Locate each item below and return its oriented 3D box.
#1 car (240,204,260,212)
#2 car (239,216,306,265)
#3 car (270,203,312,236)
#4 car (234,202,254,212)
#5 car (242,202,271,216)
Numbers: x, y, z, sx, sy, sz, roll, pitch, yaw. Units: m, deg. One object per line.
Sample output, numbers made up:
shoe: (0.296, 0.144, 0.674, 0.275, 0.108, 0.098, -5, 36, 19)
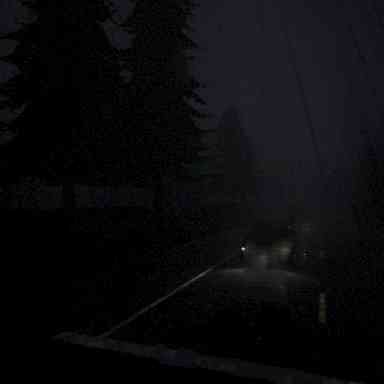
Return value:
car: (12.520, 3.455, 71.816, 3.806, 1.475, 1.970, -2, -2, 21)
car: (3.379, 1.945, 13.733, 2.033, 1.411, 5.357, -2, -2, 21)
car: (7.206, 1.870, 23.529, 2.150, 2.045, 5.566, -2, -2, 21)
car: (10.756, 3.107, 68.939, 3.866, 1.878, 1.905, -2, -2, 21)
car: (9.850, 2.704, 48.733, 4.902, 1.511, 2.128, -2, -2, 27)
